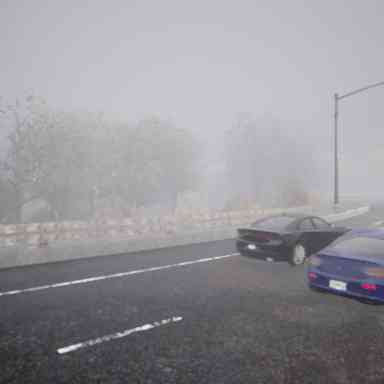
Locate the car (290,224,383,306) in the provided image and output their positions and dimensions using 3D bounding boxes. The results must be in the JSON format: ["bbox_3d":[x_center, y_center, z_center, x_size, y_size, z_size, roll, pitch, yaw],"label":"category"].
[{"bbox_3d":[4.397,1.514,7.494,4.674,1.442,1.812,0,0,-40],"label":"car"}]

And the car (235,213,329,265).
[{"bbox_3d":[3.630,1.464,11.450,5.008,1.535,1.882,0,0,-41],"label":"car"}]
